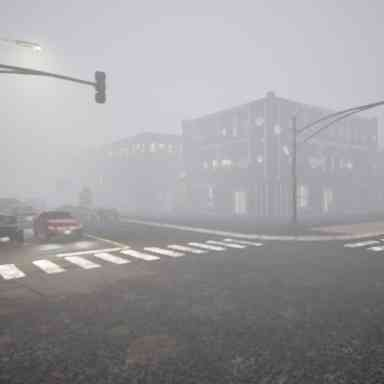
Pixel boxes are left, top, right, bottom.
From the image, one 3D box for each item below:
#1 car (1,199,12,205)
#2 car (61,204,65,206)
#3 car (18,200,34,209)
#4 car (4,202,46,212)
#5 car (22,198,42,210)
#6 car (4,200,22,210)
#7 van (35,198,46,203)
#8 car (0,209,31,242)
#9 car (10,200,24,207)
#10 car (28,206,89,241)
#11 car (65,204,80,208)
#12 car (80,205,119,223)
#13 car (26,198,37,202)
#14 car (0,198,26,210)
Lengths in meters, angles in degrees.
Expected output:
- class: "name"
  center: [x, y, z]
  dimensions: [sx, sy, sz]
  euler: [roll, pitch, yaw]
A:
- class: "car"
  center: [-46.197, 2.462, 82.939]
  dimensions: [1.967, 1.590, 4.097]
  euler: [-1, 0, -35]
- class: "car"
  center: [-14.155, 2.011, 37.803]
  dimensions: [1.802, 1.307, 4.206]
  euler: [-1, 0, -35]
- class: "car"
  center: [-30.176, 2.277, 60.371]
  dimensions: [1.887, 1.381, 4.507]
  euler: [-1, 0, -35]
- class: "car"
  center: [-13.564, 1.853, 26.981]
  dimensions: [2.128, 1.511, 4.902]
  euler: [0, 0, -35]
- class: "car"
  center: [-26.977, 1.988, 55.857]
  dimensions: [2.192, 1.841, 5.009]
  euler: [-1, 0, -35]
- class: "car"
  center: [-30.004, 2.198, 55.671]
  dimensions: [2.128, 1.511, 4.902]
  euler: [0, 0, -36]
- class: "van"
  center: [-23.772, 1.954, 51.344]
  dimensions: [1.690, 1.788, 3.998]
  euler: [-1, 0, -35]
- class: "car"
  center: [-9.852, 1.826, 17.051]
  dimensions: [1.947, 1.339, 4.313]
  euler: [-1, 0, -35]
- class: "car"
  center: [-36.584, 2.414, 69.398]
  dimensions: [1.947, 1.339, 4.313]
  euler: [-1, 0, -35]
- class: "car"
  center: [-7.542, 1.766, 18.504]
  dimensions: [1.812, 1.442, 4.674]
  euler: [0, 0, -35]
- class: "car"
  center: [-10.953, 1.948, 33.290]
  dimensions: [1.802, 1.307, 4.206]
  euler: [-1, 0, -35]
- class: "car"
  center: [-7.749, 1.853, 28.776]
  dimensions: [2.008, 1.369, 4.403]
  euler: [-1, 0, -35]
- class: "car"
  center: [-24.198, 2.090, 47.494]
  dimensions: [2.128, 1.511, 4.902]
  euler: [0, 0, -36]
- class: "car"
  center: [-19.583, 1.702, 35.492]
  dimensions: [2.150, 2.045, 5.566]
  euler: [0, 0, -35]
